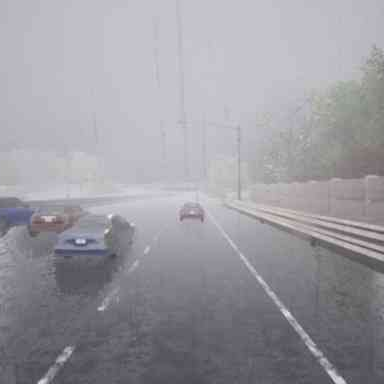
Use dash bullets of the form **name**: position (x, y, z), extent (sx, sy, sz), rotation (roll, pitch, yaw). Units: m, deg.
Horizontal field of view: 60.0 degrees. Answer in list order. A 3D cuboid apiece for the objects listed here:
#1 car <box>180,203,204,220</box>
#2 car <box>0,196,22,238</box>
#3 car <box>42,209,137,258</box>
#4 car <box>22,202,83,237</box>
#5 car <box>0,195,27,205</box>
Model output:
- **car**: position (0.003, 1.590, 28.364), extent (1.994, 1.385, 4.181), rotation (0, 0, 0)
- **car**: position (-10.399, 1.231, 17.996), extent (2.150, 2.045, 5.566), rotation (0, 0, 0)
- **car**: position (-3.399, 1.552, 12.655), extent (2.033, 1.411, 5.357), rotation (0, 0, 0)
- **car**: position (-6.899, 1.362, 18.092), extent (2.097, 1.767, 4.553), rotation (0, 0, 0)
- **car**: position (-27.994, 1.209, 51.749), extent (2.128, 1.511, 4.902), rotation (0, 0, 0)
